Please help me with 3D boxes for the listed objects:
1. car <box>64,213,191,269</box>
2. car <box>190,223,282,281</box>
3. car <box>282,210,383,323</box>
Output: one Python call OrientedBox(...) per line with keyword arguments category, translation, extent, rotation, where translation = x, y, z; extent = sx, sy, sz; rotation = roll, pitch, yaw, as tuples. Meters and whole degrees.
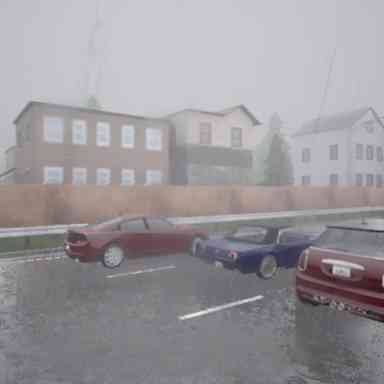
OrientedBox(category="car", translation=(-1.631, 1.458, 11.181), extent=(5.008, 1.535, 1.882), rotation=(0, 0, -36))
OrientedBox(category="car", translation=(2.499, 1.572, 9.828), extent=(4.718, 1.301, 1.895), rotation=(0, 0, -36))
OrientedBox(category="car", translation=(4.206, 1.325, 6.749), extent=(4.553, 1.767, 2.097), rotation=(0, 0, -36))
